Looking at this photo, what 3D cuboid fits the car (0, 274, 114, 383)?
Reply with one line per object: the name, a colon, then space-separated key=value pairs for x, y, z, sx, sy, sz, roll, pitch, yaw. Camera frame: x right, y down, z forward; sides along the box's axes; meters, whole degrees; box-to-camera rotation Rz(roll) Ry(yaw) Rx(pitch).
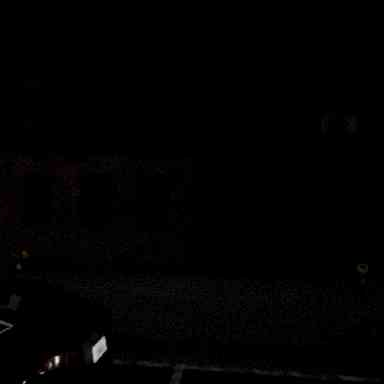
car: x=-3.046 y=1.647 z=3.720 sx=4.313 sy=1.339 sz=1.947 roll=1 pitch=-2 yaw=6
